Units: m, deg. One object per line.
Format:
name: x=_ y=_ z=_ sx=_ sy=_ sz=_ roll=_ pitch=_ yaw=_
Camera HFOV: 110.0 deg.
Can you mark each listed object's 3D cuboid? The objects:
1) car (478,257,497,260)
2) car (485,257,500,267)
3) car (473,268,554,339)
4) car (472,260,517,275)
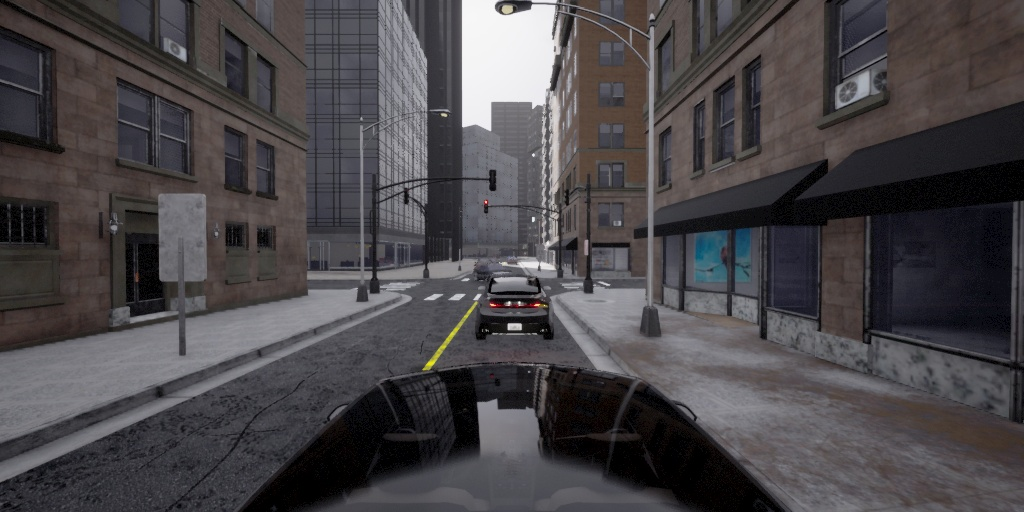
car: x=-3.143 y=1.008 z=40.243 sx=2.097 sy=1.767 sz=4.553 roll=0 pitch=0 yaw=0
car: x=-3.150 y=0.975 z=57.783 sx=2.128 sy=1.511 sz=4.902 roll=0 pitch=1 yaw=0
car: x=0.070 y=1.252 z=10.008 sx=1.837 sy=1.490 sz=4.892 roll=0 pitch=0 yaw=0
car: x=-1.436 y=1.272 z=26.806 sx=2.033 sy=1.411 sz=5.357 roll=0 pitch=0 yaw=-23
